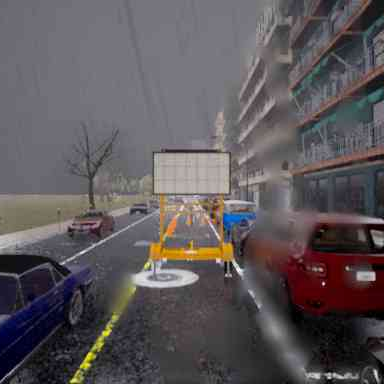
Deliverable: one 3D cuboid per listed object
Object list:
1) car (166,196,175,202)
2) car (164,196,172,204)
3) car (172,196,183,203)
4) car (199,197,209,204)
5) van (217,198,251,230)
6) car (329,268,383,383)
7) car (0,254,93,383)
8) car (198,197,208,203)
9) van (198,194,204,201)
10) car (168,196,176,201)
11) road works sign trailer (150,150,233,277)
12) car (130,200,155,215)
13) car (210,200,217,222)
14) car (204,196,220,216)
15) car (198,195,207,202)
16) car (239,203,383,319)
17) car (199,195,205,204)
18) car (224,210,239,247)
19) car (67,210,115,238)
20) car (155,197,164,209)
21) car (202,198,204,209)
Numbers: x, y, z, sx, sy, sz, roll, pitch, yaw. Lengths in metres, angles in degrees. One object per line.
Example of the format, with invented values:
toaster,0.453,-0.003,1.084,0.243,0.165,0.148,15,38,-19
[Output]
car,-5.416,1.785,85.949,2.008,1.369,4.403,1,0,0
car,-5.386,1.695,63.163,1.752,1.417,4.829,1,0,0
car,-2.842,1.743,72.369,2.033,1.411,5.357,0,0,0
car,2.486,1.714,69.741,1.752,1.417,4.829,1,0,0
van,2.553,1.391,18.623,1.690,1.788,3.998,1,0,0
car,2.573,1.571,1.639,1.947,1.339,4.313,1,0,0
car,-2.854,1.612,4.272,1.895,1.301,4.718,0,0,0
car,2.478,1.755,75.232,2.008,1.369,4.403,1,0,0
van,2.459,1.594,92.216,1.690,1.788,3.998,1,0,0
car,-5.423,1.802,91.602,2.008,1.369,4.403,1,0,0
road works sign trailer,-0.012,0.492,10.347,2.380,3.560,2.880,0,0,0
car,-5.350,1.659,35.063,1.947,1.339,4.313,1,0,0
car,2.544,1.590,24.453,1.752,1.417,4.829,1,0,0
car,2.539,1.394,29.945,2.192,1.841,5.009,1,0,0
car,2.472,1.660,80.893,1.967,1.590,4.097,1,0,0
car,2.568,1.335,7.301,2.192,1.841,5.009,1,0,0
car,2.517,1.440,46.928,2.192,1.841,5.009,1,0,0
car,2.558,1.600,12.961,1.947,1.339,4.313,1,0,0
car,-5.329,1.630,18.100,1.802,1.307,4.206,1,0,0
car,-5.365,1.705,46.371,1.802,1.307,4.206,1,0,0
car,2.522,1.691,41.266,1.802,1.307,4.206,1,0,0
